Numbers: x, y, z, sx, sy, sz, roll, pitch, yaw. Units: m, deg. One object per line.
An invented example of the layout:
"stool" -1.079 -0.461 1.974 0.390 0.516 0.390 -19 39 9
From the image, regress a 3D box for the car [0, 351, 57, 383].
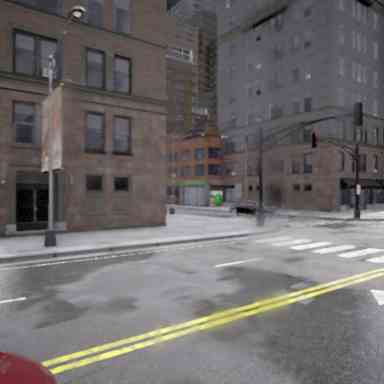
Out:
"car" -2.971 1.526 1.319 4.674 1.442 1.812 0 0 -35

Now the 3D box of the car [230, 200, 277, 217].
"car" 5.557 1.460 30.813 2.128 1.511 4.902 0 0 -35
